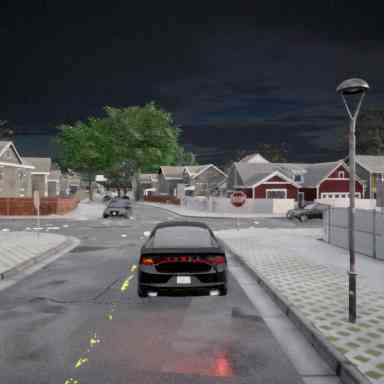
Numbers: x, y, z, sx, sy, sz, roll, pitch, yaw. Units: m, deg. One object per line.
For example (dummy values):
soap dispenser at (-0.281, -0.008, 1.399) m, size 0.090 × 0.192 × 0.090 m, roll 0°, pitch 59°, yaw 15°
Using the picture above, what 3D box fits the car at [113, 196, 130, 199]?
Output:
car at (-8.484, 1.566, 41.461) m, size 2.033 × 1.411 × 5.357 m, roll 0°, pitch 0°, yaw -15°

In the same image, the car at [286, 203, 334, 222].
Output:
car at (9.947, 1.633, 26.981) m, size 4.674 × 1.442 × 1.812 m, roll 1°, pitch 1°, yaw -15°

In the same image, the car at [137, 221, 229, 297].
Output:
car at (-0.271, 1.476, 8.633) m, size 1.882 × 1.535 × 5.008 m, roll 0°, pitch 0°, yaw -3°

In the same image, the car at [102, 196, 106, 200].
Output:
car at (-17.309, 1.520, 67.564) m, size 1.837 × 1.490 × 4.892 m, roll 0°, pitch 0°, yaw -20°

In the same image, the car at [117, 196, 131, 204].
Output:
car at (-13.300, 1.513, 65.011) m, size 1.837 × 1.490 × 4.892 m, roll 0°, pitch 0°, yaw -21°

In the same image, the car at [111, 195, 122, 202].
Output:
car at (-16.874, 1.495, 74.471) m, size 1.882 × 1.535 × 5.008 m, roll 0°, pitch 0°, yaw -19°

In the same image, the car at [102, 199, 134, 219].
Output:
car at (-6.292, 1.577, 28.842) m, size 1.994 × 1.385 × 4.181 m, roll 0°, pitch 0°, yaw -1°

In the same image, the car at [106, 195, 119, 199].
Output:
car at (-12.210, 1.572, 53.712) m, size 2.033 × 1.411 × 5.357 m, roll 0°, pitch 0°, yaw -19°
